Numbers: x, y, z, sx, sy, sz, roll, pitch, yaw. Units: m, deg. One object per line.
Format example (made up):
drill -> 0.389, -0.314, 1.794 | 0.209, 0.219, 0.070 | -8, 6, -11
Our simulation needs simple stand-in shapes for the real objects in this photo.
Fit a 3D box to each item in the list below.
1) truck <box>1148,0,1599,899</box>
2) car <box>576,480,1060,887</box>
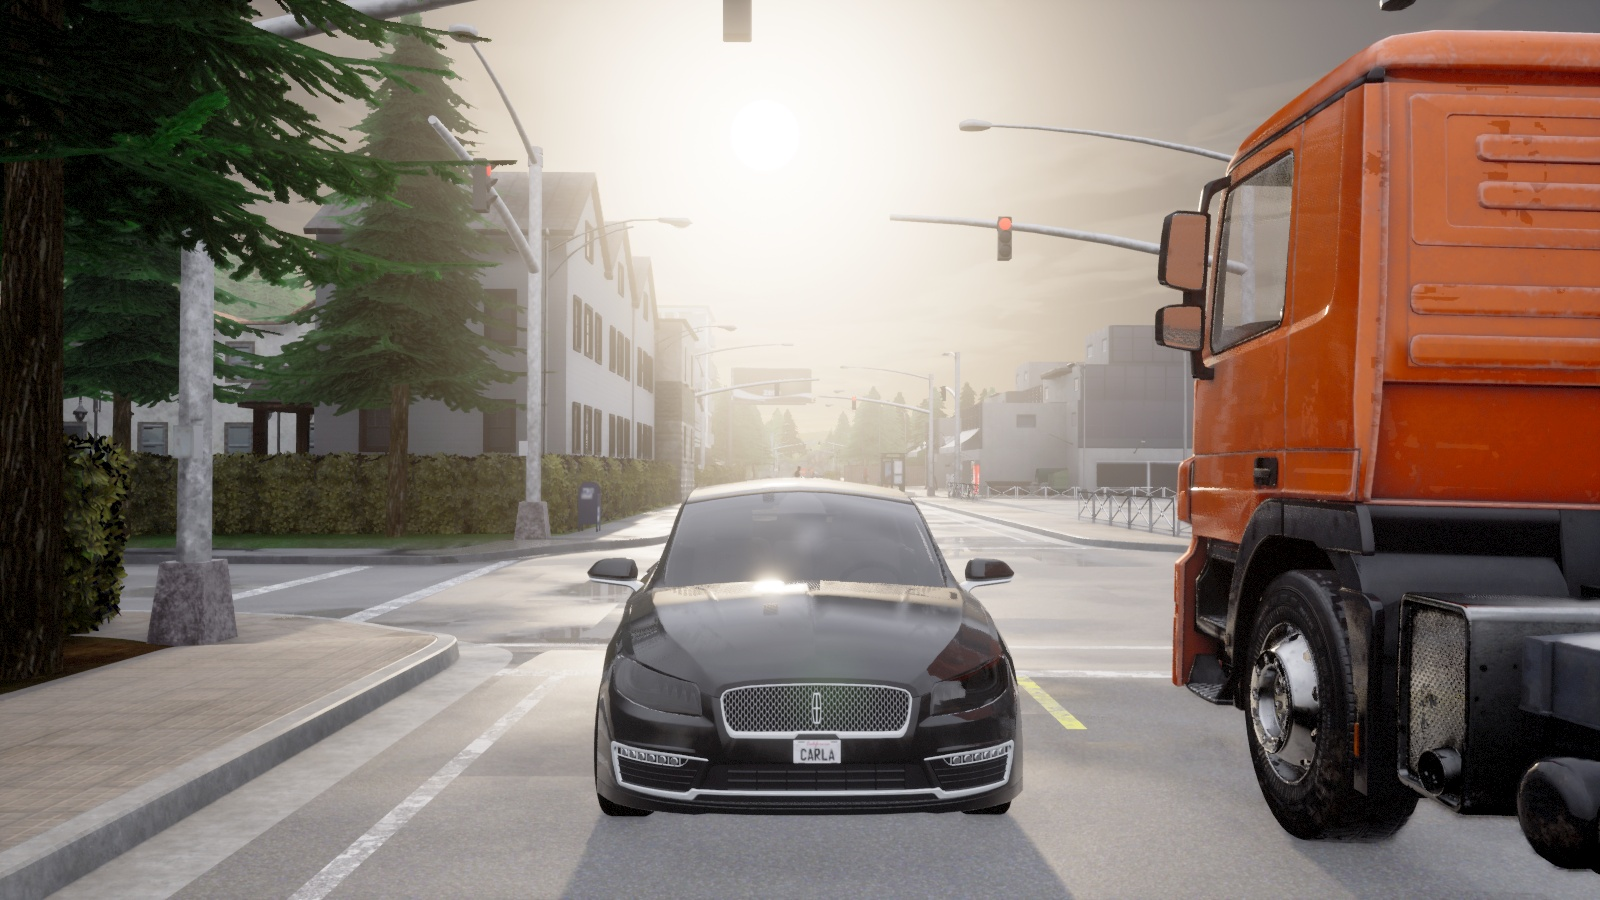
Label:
truck -> 3.467, -0.063, 3.129 | 2.891, 3.462, 7.936 | 1, 0, 0
car -> -0.006, 0.941, 7.222 | 1.837, 1.490, 4.892 | 0, -1, -2
